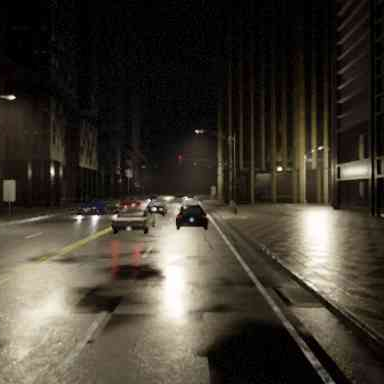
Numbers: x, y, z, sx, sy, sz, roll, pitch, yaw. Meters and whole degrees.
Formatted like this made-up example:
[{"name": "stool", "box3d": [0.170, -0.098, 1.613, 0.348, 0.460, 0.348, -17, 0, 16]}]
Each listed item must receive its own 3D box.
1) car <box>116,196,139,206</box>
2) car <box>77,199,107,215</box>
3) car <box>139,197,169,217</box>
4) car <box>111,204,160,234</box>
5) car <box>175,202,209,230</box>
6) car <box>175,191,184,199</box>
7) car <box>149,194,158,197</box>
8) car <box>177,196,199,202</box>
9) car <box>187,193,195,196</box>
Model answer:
[{"name": "car", "box3d": [-6.612, 1.287, 35.020, 2.097, 1.767, 4.553, 0, 0, 0]}, {"name": "car", "box3d": [-9.874, 1.476, 33.313, 1.812, 1.442, 4.674, 0, 0, 0]}, {"name": "car", "box3d": [-3.247, 1.492, 30.742, 2.033, 1.411, 5.357, 0, 0, 0]}, {"name": "car", "box3d": [-3.205, 1.580, 19.147, 1.895, 1.301, 4.718, 0, 0, 0]}, {"name": "car", "box3d": [0.024, 1.531, 20.940, 1.994, 1.385, 4.181, 0, 0, 1]}, {"name": "car", "box3d": [-3.530, 1.113, 86.198, 1.837, 1.490, 4.892, 0, 0, 0]}, {"name": "car", "box3d": [-10.031, 1.284, 86.374, 1.895, 1.301, 4.718, 0, 0, 0]}, {"name": "car", "box3d": [-0.092, 1.432, 29.813, 2.128, 1.511, 4.902, 0, 0, 0]}, {"name": "car", "box3d": [-0.280, 1.145, 86.208, 2.033, 1.411, 5.357, 0, 0, 0]}]
